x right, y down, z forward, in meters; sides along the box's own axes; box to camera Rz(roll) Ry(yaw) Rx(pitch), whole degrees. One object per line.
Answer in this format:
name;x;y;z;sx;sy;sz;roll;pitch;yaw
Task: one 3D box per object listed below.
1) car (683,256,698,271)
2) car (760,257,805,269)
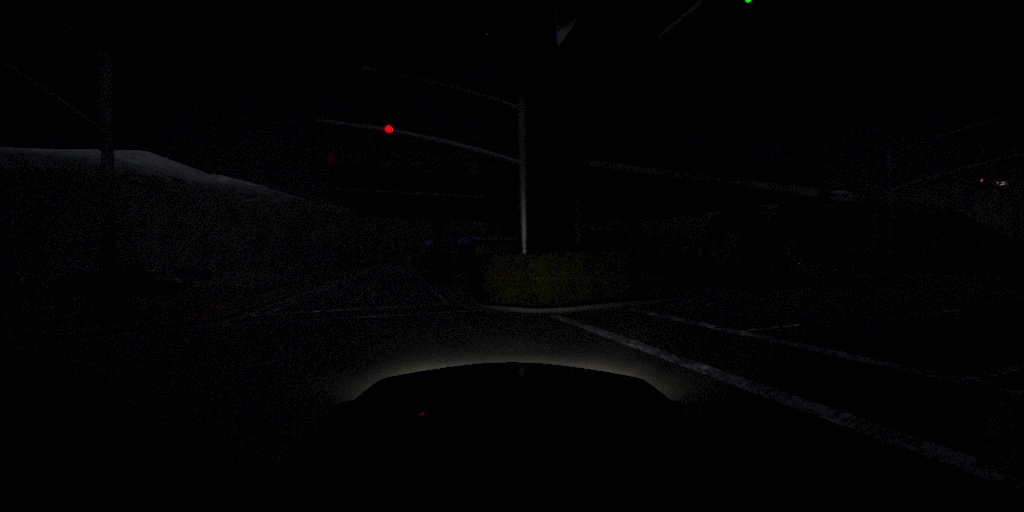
car;23.564;1.030;51.276;1.895;1.301;4.718;-1;0;-17
car;27.976;0.835;36.909;1.812;1.442;4.674;-1;0;-17
